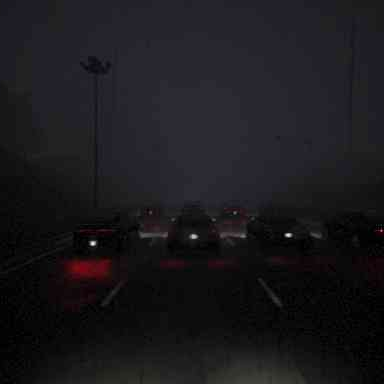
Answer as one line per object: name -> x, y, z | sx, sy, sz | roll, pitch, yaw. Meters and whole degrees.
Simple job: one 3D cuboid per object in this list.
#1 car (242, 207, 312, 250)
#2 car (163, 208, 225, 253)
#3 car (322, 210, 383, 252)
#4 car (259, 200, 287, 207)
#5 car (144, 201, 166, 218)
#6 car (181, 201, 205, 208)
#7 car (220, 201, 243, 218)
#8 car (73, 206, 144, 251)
car -> 3.573, 1.565, 14.287 | 1.994, 1.385, 4.181 | 0, 0, 0
car -> 0.069, 1.563, 13.761 | 1.994, 1.385, 4.181 | 0, 0, 0
car -> 7.071, 1.507, 13.859 | 1.837, 1.490, 4.892 | 0, 0, 0
car -> 7.074, 1.508, 28.998 | 1.837, 1.490, 4.892 | 0, 0, 0
car -> -3.423, 1.527, 29.892 | 1.812, 1.442, 4.674 | 0, 0, 0
car -> 0.073, 1.494, 28.893 | 2.128, 1.511, 4.902 | 0, 0, 0
car -> 3.577, 1.527, 29.893 | 1.812, 1.442, 4.674 | 0, 0, 0
car -> -3.428, 1.507, 13.989 | 1.837, 1.490, 4.892 | 0, 0, 0
